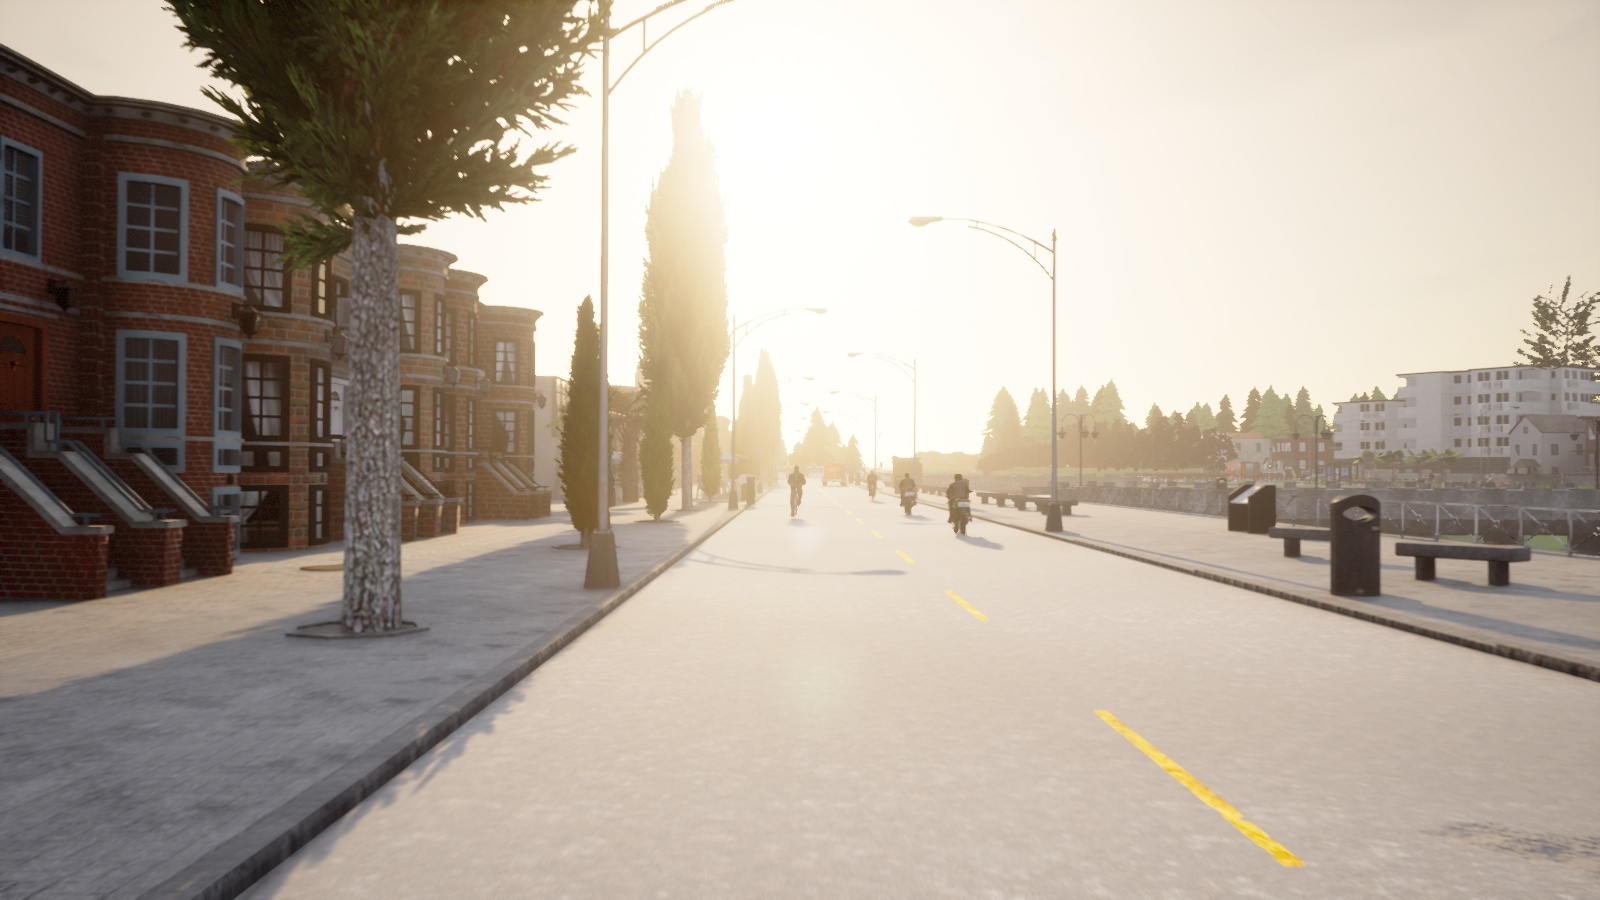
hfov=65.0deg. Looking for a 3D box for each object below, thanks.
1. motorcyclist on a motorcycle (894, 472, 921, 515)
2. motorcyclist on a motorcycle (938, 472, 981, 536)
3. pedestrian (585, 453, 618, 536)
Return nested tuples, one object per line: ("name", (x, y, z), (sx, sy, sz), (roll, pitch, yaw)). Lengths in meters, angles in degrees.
("motorcyclist on a motorcycle", (3.881, 1.541, 45.396), (0.797, 1.523, 2.044), (0, -1, 0))
("motorcyclist on a motorcycle", (3.918, 1.301, 31.042), (0.797, 1.523, 2.044), (0, -1, 0))
("pedestrian", (-4.739, 1.046, 29.995), (0.423, 1.949, 0.788), (-1, -1, 22))
